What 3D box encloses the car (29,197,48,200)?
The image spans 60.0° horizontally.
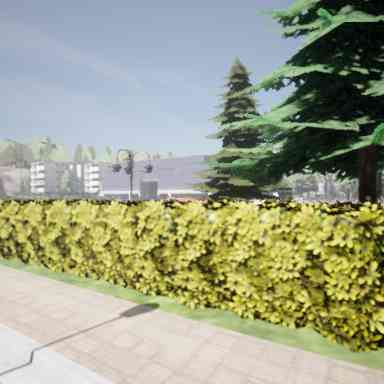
[{"bbox_3d":[-33.027,1.879,74.213,2.152,1.636,5.027,-1,0,38],"label":"car"}]

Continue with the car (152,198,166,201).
[{"bbox_3d":[-5.746,1.776,53.448,1.845,1.501,3.633,-1,0,38],"label":"car"}]

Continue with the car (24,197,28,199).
[{"bbox_3d":[-38.300,2.018,77.884,1.970,1.475,3.806,-1,0,38],"label":"car"}]

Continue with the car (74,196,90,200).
[{"bbox_3d":[-20.359,1.676,64.931,1.932,1.855,4.605,-1,0,38],"label":"car"}]

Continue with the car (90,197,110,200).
[{"bbox_3d":[-12.644,1.805,49.403,1.970,1.475,3.806,-1,0,38],"label":"car"}]
